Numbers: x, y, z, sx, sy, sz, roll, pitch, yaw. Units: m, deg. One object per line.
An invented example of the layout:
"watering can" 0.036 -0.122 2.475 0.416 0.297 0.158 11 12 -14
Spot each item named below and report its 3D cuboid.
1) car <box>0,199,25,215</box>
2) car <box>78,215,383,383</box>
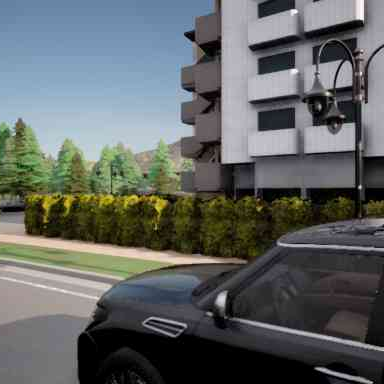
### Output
"car" -18.242 1.491 33.496 2.128 1.511 4.902 0 0 33
"car" 1.511 1.217 2.629 5.566 2.045 2.150 -1 0 35
